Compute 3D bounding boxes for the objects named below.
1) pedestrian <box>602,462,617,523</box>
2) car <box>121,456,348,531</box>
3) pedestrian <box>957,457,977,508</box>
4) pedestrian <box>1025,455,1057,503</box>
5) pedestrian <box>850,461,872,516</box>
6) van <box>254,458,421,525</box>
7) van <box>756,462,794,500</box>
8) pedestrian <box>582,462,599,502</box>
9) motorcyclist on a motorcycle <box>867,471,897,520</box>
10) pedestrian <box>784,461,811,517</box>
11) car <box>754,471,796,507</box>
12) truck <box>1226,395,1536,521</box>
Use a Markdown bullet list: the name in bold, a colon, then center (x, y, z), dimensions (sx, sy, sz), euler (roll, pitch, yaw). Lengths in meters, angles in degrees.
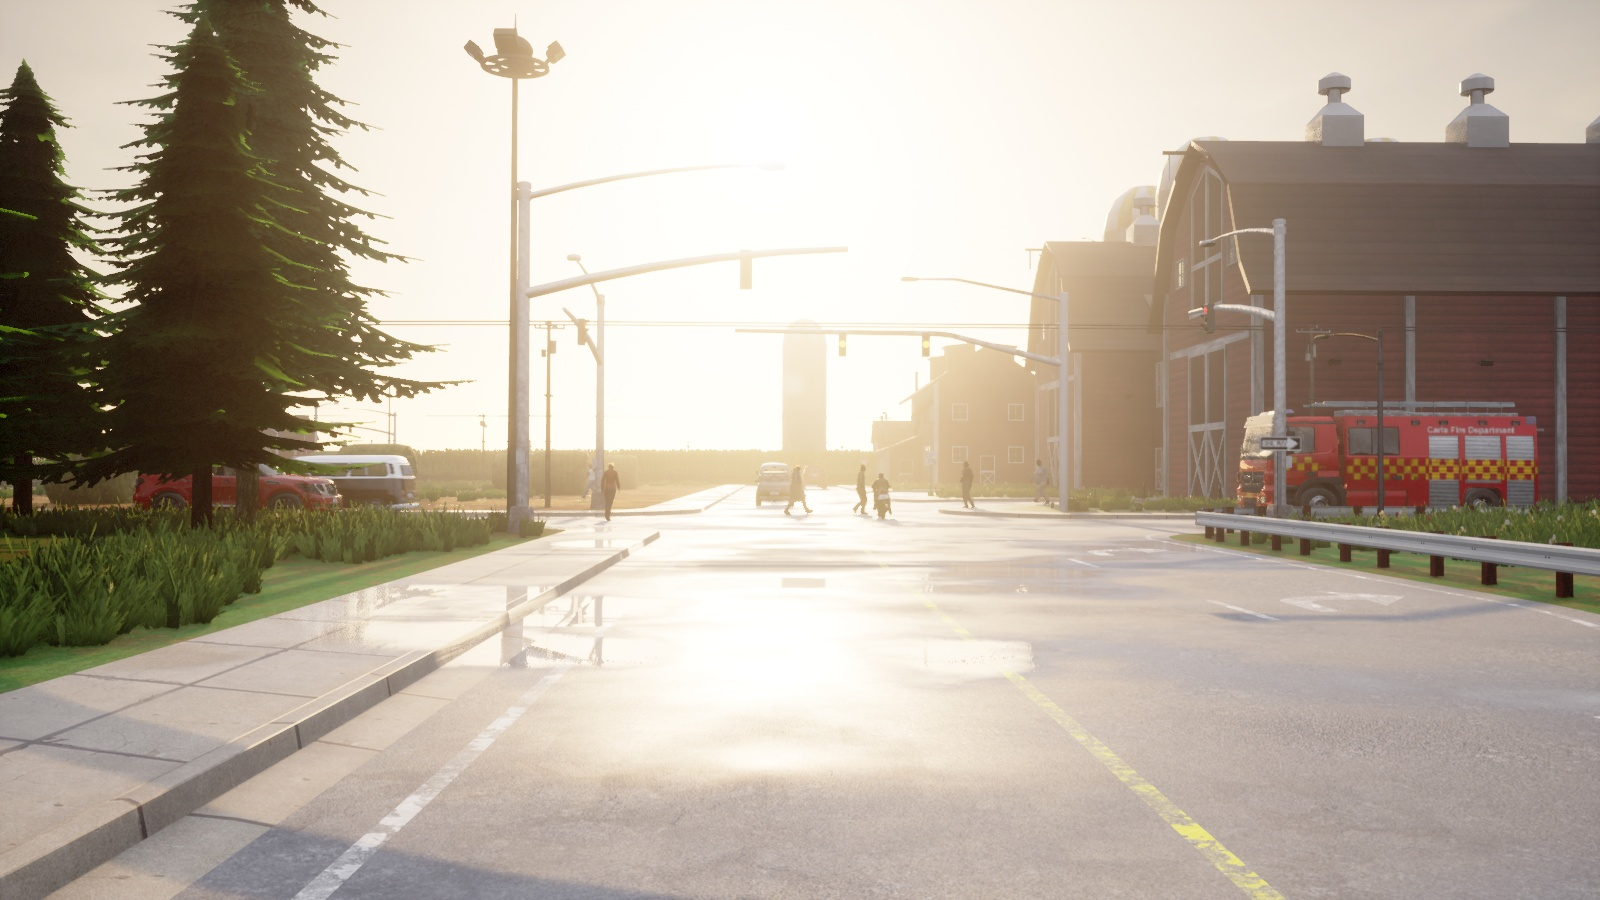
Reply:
- **pedestrian**: center (-5.827, 1.297, 38.429), dimensions (0.331, 1.846, 0.636), euler (0, -1, 2)
- **car**: center (-16.168, 1.231, 36.146), dimensions (5.566, 2.045, 2.150), euler (0, -1, 0)
- **pedestrian**: center (6.354, 1.248, 47.858), dimensions (0.666, 1.930, 0.402), euler (0, -1, -37)
- **pedestrian**: center (9.549, 1.150, 49.813), dimensions (0.900, 1.855, 0.874), euler (0, -1, -27)
- **pedestrian**: center (2.174, 1.357, 44.654), dimensions (0.692, 1.930, 0.396), euler (0, -1, -8)
- **van**: center (-14.537, 1.288, 39.655), dimensions (4.480, 2.038, 2.069), euler (0, -1, 0)
- **van**: center (-1.439, 1.735, 71.052), dimensions (2.069, 2.038, 4.480), euler (0, -1, -1)
- **pedestrian**: center (-9.783, 1.478, 58.605), dimensions (0.706, 1.836, 0.354), euler (0, -1, -37)
- **motorcyclist on a motorcycle**: center (2.702, 1.491, 41.544), dimensions (0.797, 1.523, 2.044), euler (0, 0, -1)
- **pedestrian**: center (-0.079, 1.361, 44.406), dimensions (0.873, 1.952, 0.659), euler (0, -1, -7)
- **car**: center (-1.126, 1.744, 56.643), dimensions (1.789, 1.549, 3.705), euler (0, -1, -1)
- **truck**: center (18.224, 0.271, 39.785), dimensions (8.468, 3.827, 2.891), euler (0, -1, 0)
